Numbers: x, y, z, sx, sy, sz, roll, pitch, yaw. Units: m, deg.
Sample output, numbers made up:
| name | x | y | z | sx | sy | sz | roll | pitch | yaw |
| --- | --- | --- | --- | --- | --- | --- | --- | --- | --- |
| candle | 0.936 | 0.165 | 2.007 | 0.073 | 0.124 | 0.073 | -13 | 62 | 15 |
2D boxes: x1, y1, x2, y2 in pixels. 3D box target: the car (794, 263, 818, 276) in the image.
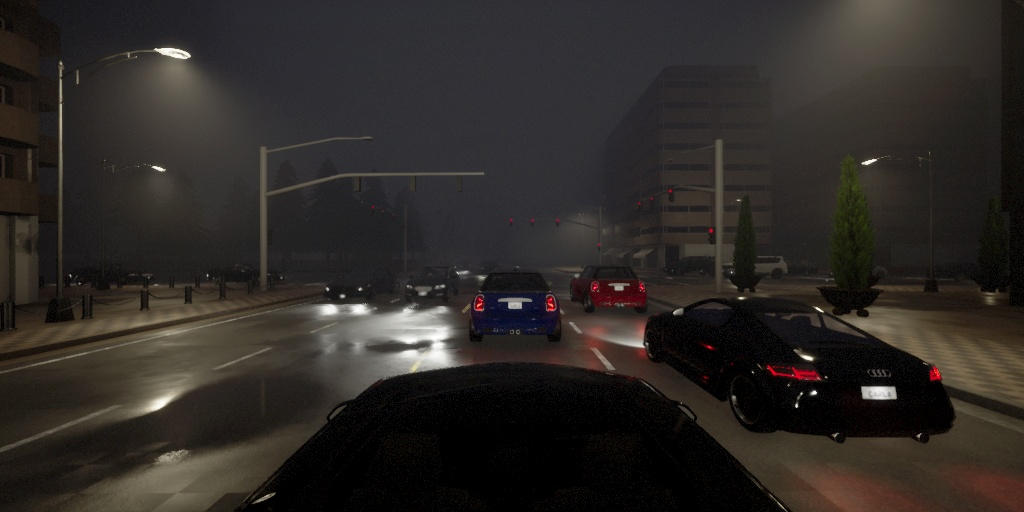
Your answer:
| name | x | y | z | sx | sy | sz | roll | pitch | yaw |
| --- | --- | --- | --- | --- | --- | --- | --- | --- | --- |
| car | 28.192 | 1.401 | 36.571 | 4.718 | 1.301 | 1.895 | 0 | 0 | 0 |

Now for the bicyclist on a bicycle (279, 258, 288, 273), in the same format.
| name | x | y | z | sx | sy | sz | roll | pitch | yaw |
| --- | --- | --- | --- | --- | --- | --- | --- | --- | --- |
| bicyclist on a bicycle | -25.600 | 1.101 | 40.164 | 0.582 | 1.620 | 1.656 | 0 | 0 | 0 |

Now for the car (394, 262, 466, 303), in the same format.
| name | x | y | z | sx | sy | sz | roll | pitch | yaw |
| --- | --- | --- | --- | --- | --- | --- | --- | --- | --- |
| car | -3.571 | 1.239 | 16.824 | 2.128 | 1.511 | 4.902 | 0 | 0 | 0 |

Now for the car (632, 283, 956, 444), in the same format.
| name | x | y | z | sx | sy | sz | roll | pitch | yaw |
| --- | --- | --- | --- | --- | --- | --- | --- | --- | --- |
| car | 3.608 | 1.313 | 5.531 | 1.994 | 1.385 | 4.181 | 0 | 0 | 0 |

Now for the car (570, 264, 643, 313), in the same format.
| name | x | y | z | sx | sy | sz | roll | pitch | yaw |
| --- | --- | --- | --- | --- | --- | --- | --- | --- | --- |
| car | 3.609 | 1.100 | 14.172 | 2.097 | 1.767 | 4.553 | 0 | 0 | 0 |

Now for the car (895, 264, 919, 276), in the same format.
| name | x | y | z | sx | sy | sz | roll | pitch | yaw |
| --- | --- | --- | --- | --- | --- | --- | --- | --- | --- |
| car | 38.238 | 1.401 | 36.598 | 4.718 | 1.301 | 1.895 | 0 | 0 | 0 |

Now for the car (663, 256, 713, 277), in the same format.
| name | x | y | z | sx | sy | sz | roll | pitch | yaw |
| --- | --- | --- | --- | --- | --- | --- | --- | --- | --- |
| car | 18.432 | 1.022 | 36.537 | 5.566 | 2.045 | 2.150 | 0 | 0 | 0 |

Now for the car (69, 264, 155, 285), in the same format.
| name | x | y | z | sx | sy | sz | roll | pitch | yaw |
| --- | --- | --- | --- | --- | --- | --- | --- | --- | --- |
| car | -28.522 | 1.294 | 25.671 | 4.902 | 1.511 | 2.128 | 0 | 0 | 0 |

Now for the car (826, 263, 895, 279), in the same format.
| name | x | y | z | sx | sy | sz | roll | pitch | yaw |
| --- | --- | --- | --- | --- | --- | --- | --- | --- | --- |
| car | 31.815 | 1.326 | 33.081 | 4.674 | 1.442 | 1.812 | 0 | 0 | 0 |

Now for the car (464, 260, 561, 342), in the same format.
| name | x | y | z | sx | sy | sz | roll | pitch | yaw |
| --- | --- | --- | --- | --- | --- | --- | --- | --- | --- |
| car | 0.085 | 1.101 | 9.945 | 2.097 | 1.767 | 4.553 | 0 | 0 | 0 |

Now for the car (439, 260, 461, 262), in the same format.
| name | x | y | z | sx | sy | sz | roll | pitch | yaw |
| --- | --- | --- | --- | --- | --- | --- | --- | --- | --- |
| car | -7.007 | 1.283 | 37.161 | 2.128 | 1.511 | 4.902 | 0 | 0 | 0 |

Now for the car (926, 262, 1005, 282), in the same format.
| name | x | y | z | sx | sy | sz | roll | pitch | yaw |
| --- | --- | --- | --- | --- | --- | --- | --- | --- | --- |
| car | 37.137 | 1.279 | 29.403 | 5.008 | 1.535 | 1.882 | 0 | 0 | 0 |

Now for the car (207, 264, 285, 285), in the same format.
| name | x | y | z | sx | sy | sz | roll | pitch | yaw |
| --- | --- | --- | --- | --- | --- | --- | --- | --- | --- |
| car | -18.988 | 1.294 | 25.704 | 4.902 | 1.511 | 2.128 | 0 | 0 | 0 |

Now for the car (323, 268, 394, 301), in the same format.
| name | x | y | z | sx | sy | sz | roll | pitch | yaw |
| --- | --- | --- | --- | --- | --- | --- | --- | --- | --- |
| car | -7.070 | 1.295 | 17.613 | 2.033 | 1.411 | 5.357 | 0 | 0 | 0 |

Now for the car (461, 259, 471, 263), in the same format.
| name | x | y | z | sx | sy | sz | roll | pitch | yaw |
| --- | --- | --- | --- | --- | --- | --- | --- | --- | --- |
| car | -6.751 | 1.234 | 50.815 | 2.128 | 1.511 | 4.902 | 0 | 0 | 3 |

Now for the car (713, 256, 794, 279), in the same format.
| name | x | y | z | sx | sy | sz | roll | pitch | yaw |
| --- | --- | --- | --- | --- | --- | --- | --- | --- | --- |
| car | 22.178 | 1.022 | 33.051 | 5.566 | 2.045 | 2.150 | 0 | 0 | 0 |

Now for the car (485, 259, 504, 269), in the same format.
| name | x | y | z | sx | sy | sz | roll | pitch | yaw |
| --- | --- | --- | --- | --- | --- | --- | --- | --- | --- |
| car | -2.788 | 1.289 | 58.416 | 2.033 | 1.411 | 5.357 | 0 | 0 | 8 |
